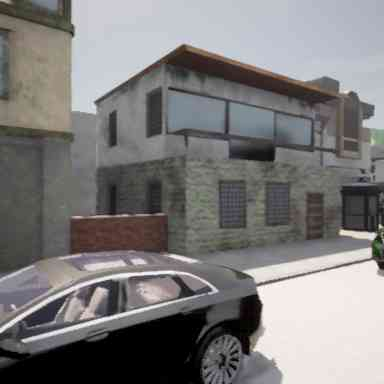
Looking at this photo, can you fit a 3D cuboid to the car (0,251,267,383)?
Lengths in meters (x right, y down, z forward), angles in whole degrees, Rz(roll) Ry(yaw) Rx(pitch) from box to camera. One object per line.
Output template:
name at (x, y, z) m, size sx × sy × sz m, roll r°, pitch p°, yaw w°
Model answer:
car at (-1.309, 1.502, 3.674) m, size 4.902 × 1.511 × 2.128 m, roll 1°, pitch 0°, yaw -36°

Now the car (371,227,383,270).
car at (7.758, 1.309, 10.165) m, size 5.566 × 2.045 × 2.150 m, roll 0°, pitch 0°, yaw -36°
